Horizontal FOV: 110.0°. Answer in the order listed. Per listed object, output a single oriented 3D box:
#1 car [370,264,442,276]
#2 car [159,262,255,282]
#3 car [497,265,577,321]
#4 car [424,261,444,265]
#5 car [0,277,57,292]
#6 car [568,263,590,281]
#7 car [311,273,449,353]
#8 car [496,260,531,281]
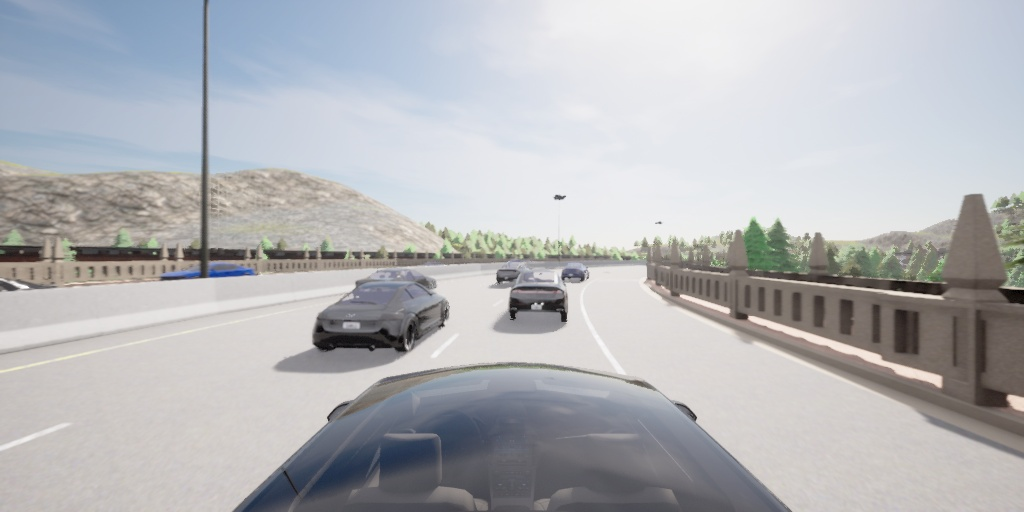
[{"bbox_3d":[-5.392,1.288,17.249,2.033,1.411,5.357,0,0,10],"label":"car"},{"bbox_3d":[-18.769,1.160,22.351,1.882,1.535,5.008,0,0,12],"label":"car"},{"bbox_3d":[1.009,1.258,12.679,2.128,1.511,4.902,0,0,7],"label":"car"},{"bbox_3d":[-9.240,1.313,41.307,1.994,1.385,4.181,0,0,23],"label":"car"},{"bbox_3d":[-13.711,1.196,8.048,1.837,1.490,4.892,0,0,5],"label":"car"},{"bbox_3d":[5.389,1.332,30.369,1.812,1.442,4.674,0,0,19],"label":"car"},{"bbox_3d":[-2.928,1.308,8.880,1.994,1.385,4.181,0,0,4],"label":"car"},{"bbox_3d":[0.290,1.269,25.958,2.128,1.511,4.902,0,0,16],"label":"car"}]
